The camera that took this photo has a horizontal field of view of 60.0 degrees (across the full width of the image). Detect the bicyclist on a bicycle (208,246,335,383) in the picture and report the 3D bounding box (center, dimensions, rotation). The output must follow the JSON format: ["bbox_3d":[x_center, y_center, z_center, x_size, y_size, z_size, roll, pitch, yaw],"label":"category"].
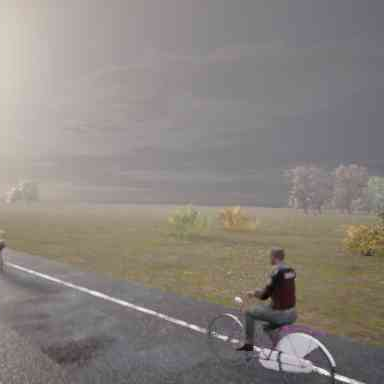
[{"bbox_3d":[0.923,1.588,4.387,1.843,1.776,0.659,-1,-3,42],"label":"bicyclist on a bicycle"}]

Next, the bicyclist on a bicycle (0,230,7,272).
[{"bbox_3d":[-6.669,1.829,11.274,1.509,1.612,0.866,-1,-3,42],"label":"bicyclist on a bicycle"}]
